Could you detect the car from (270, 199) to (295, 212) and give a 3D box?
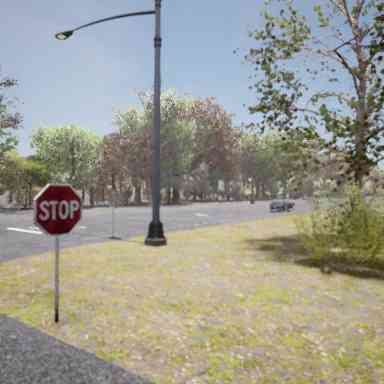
[{"bbox_3d":[11.254,1.604,41.044,2.128,1.511,4.902,1,0,36],"label":"car"}]

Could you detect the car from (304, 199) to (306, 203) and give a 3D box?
[{"bbox_3d":[26.395,1.794,73.656,1.994,1.385,4.181,1,0,36],"label":"car"}]
